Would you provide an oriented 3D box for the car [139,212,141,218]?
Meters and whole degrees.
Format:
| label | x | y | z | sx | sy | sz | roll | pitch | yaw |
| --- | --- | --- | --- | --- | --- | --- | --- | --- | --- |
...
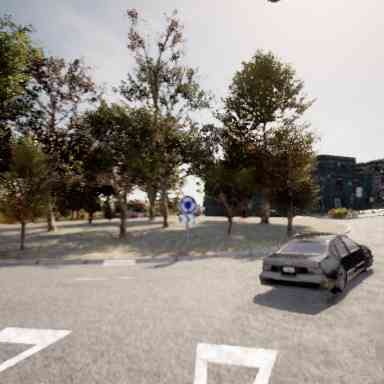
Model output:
| label | x | y | z | sx | sy | sz | roll | pitch | yaw |
| --- | --- | --- | --- | --- | --- | --- | --- | --- | --- |
| car | -17.596 | 6.367 | 90.985 | 5.566 | 2.045 | 2.435 | 1 | -5 | -19 |

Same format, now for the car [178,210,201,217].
| label | x | y | z | sx | sy | sz | roll | pitch | yaw |
| --- | --- | --- | --- | --- | --- | --- | --- | --- | --- |
| car | -0.530 | 3.937 | 61.175 | 4.892 | 1.490 | 1.837 | -4 | -6 | 44 |

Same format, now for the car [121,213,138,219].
| label | x | y | z | sx | sy | sz | roll | pitch | yaw |
| --- | --- | --- | --- | --- | --- | --- | --- | --- | --- |
| car | -17.591 | 6.733 | 93.912 | 4.553 | 1.767 | 2.185 | 1 | -5 | -19 |

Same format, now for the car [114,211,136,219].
| label | x | y | z | sx | sy | sz | roll | pitch | yaw |
| --- | --- | --- | --- | --- | --- | --- | --- | --- | --- |
| car | -17.704 | 6.132 | 85.023 | 4.892 | 1.521 | 2.231 | 1 | -5 | -20 |

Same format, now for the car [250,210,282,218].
| label | x | y | z | sx | sy | sz | roll | pitch | yaw |
| --- | --- | --- | --- | --- | --- | --- | --- | --- | --- |
| car | 11.527 | 3.440 | 52.230 | 2.033 | 1.411 | 5.357 | 4 | -6 | -39 |

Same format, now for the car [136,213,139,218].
| label | x | y | z | sx | sy | sz | roll | pitch | yaw |
| --- | --- | --- | --- | --- | --- | --- | --- | --- | --- |
| car | -17.697 | 6.122 | 87.994 | 5.566 | 2.045 | 2.435 | 1 | -5 | -19 |

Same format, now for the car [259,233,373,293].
| label | x | y | z | sx | sy | sz | roll | pitch | yaw |
| --- | --- | --- | --- | --- | --- | --- | --- | --- | --- |
| car | 3.978 | 1.979 | 10.146 | 2.033 | 1.411 | 5.357 | -5 | -4 | 39 |
